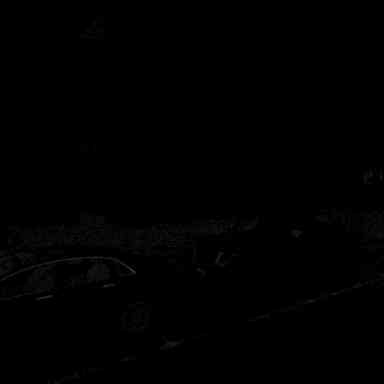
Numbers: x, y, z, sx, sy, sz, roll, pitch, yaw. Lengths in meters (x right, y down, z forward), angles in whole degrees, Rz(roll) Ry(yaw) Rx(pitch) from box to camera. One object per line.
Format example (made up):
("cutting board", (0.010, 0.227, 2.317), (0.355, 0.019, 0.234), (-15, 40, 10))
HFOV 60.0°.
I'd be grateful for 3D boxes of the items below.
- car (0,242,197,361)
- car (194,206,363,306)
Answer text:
("car", (-2.335, 1.551, 4.980), (4.403, 1.369, 2.008), (0, 0, -35))
("car", (2.234, 1.313, 8.234), (5.009, 1.841, 2.192), (0, 0, -35))
